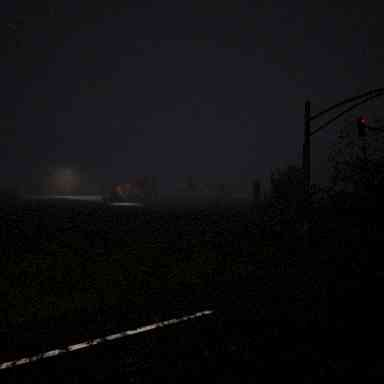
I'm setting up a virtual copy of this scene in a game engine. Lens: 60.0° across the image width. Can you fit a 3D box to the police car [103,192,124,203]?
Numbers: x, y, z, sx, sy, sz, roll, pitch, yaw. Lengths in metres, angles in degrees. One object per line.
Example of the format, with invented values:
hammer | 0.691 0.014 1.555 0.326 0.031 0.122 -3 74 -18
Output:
police car | -11.754 0.822 49.829 2.038 1.542 4.974 1 0 -32
